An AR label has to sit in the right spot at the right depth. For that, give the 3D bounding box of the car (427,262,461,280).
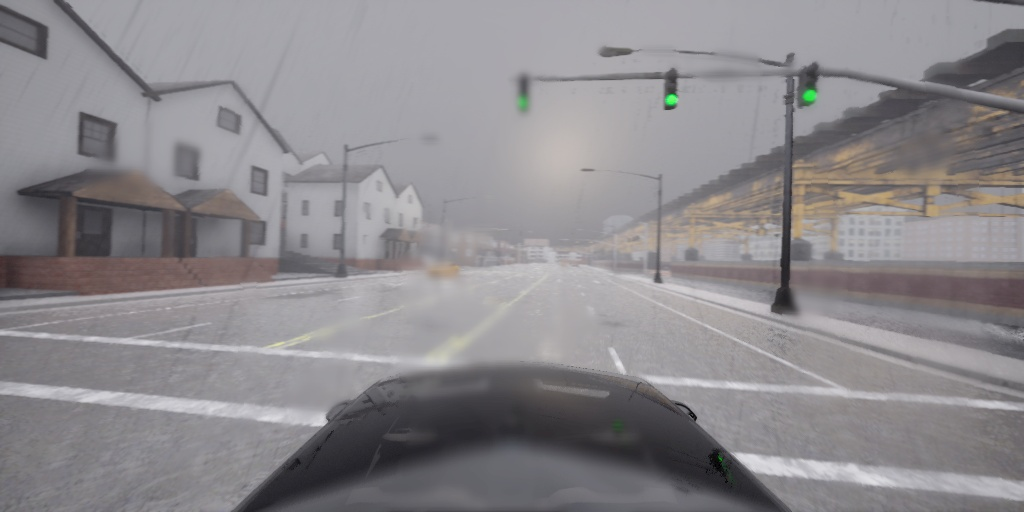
[{"bbox_3d":[-6.285,1.345,33.587,1.882,1.535,5.008,2,1,9],"label":"car"}]
